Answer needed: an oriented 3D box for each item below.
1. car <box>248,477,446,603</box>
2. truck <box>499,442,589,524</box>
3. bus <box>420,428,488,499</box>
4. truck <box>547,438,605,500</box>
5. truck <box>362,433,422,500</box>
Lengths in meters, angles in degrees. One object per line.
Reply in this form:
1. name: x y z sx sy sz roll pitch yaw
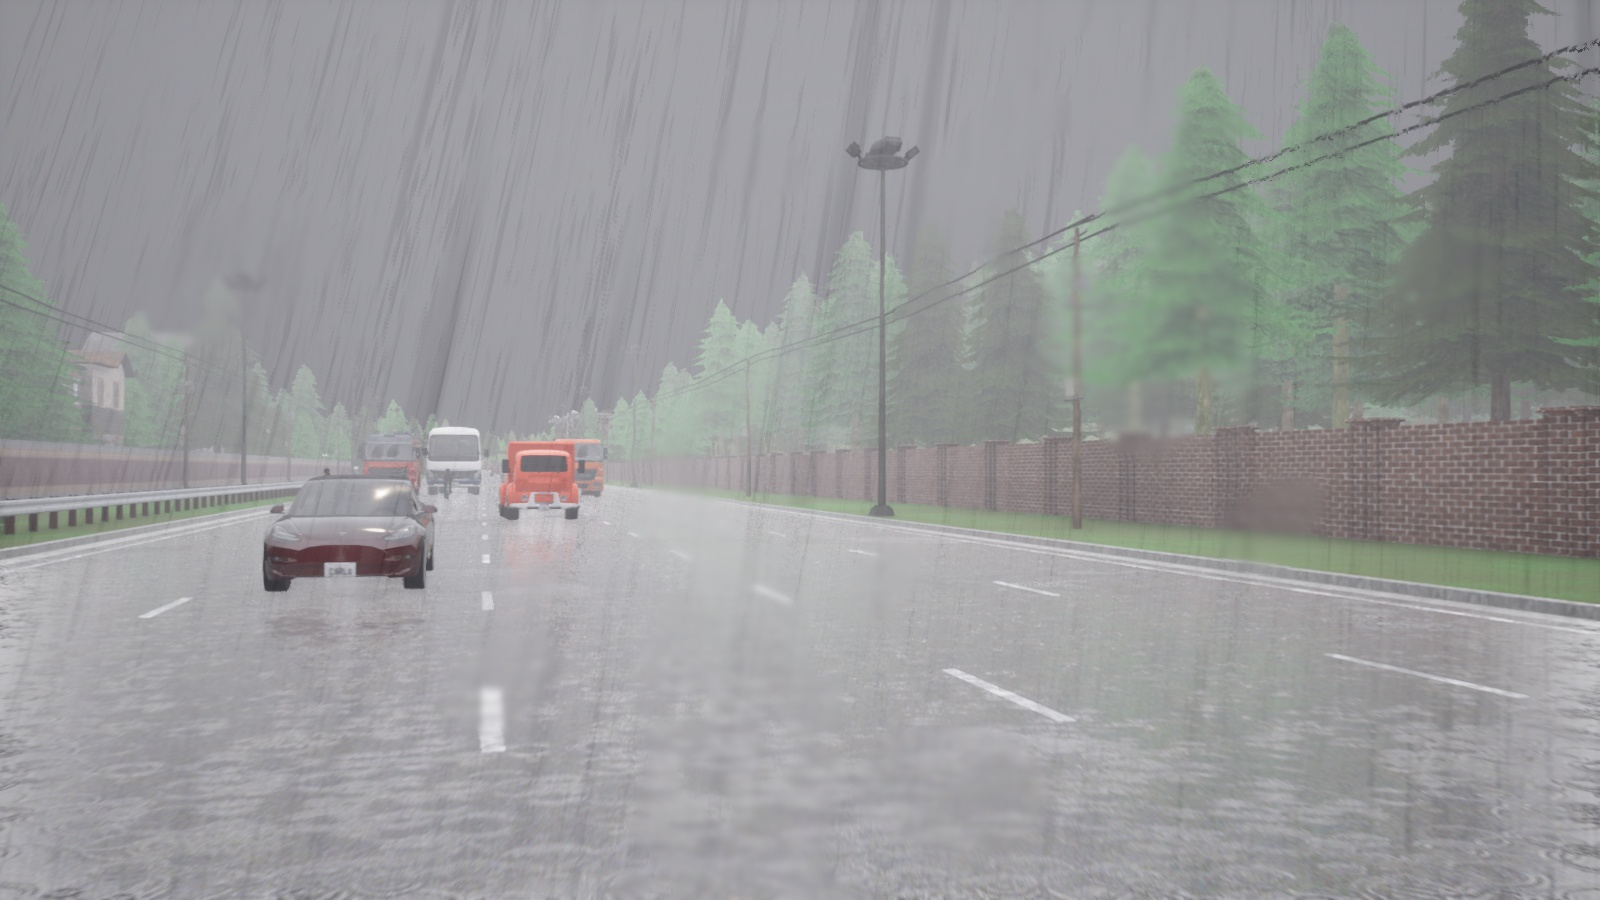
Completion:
1. car: -6.189 1.136 17.711 2.163 1.488 4.792 0 -1 -14
2. truck: -8.349 1.040 40.536 2.627 2.467 5.204 0 -1 -14
3. bus: -22.112 0.877 80.695 3.944 4.253 10.273 0 -1 -14
4. truck: -13.510 1.146 75.229 2.891 3.462 7.936 0 -1 -14
5. truck: -24.371 1.009 75.353 2.891 3.827 8.468 0 -1 -14
